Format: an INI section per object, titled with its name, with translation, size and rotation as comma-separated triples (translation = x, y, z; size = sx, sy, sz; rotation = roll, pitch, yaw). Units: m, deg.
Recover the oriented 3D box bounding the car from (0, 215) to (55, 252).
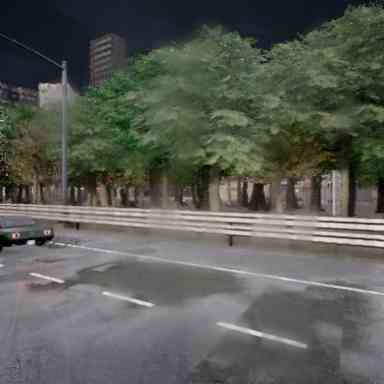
[car]
translation = -7.832, 1.603, 13.752
size = 4.718, 1.301, 1.895
rotation = 0, 0, 35
